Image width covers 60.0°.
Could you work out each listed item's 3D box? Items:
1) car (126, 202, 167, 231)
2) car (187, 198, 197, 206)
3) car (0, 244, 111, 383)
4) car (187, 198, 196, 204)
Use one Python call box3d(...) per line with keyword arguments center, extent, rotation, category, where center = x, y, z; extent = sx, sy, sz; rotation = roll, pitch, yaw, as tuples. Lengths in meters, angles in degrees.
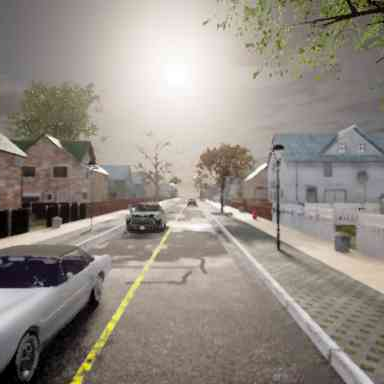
box3d(center=(-2.803, 1.460, 21.126), extent=(2.097, 1.767, 4.553), rotation=(0, 0, 0), category="car")
box3d(center=(-0.022, 1.906, 61.397), extent=(2.033, 1.411, 5.357), rotation=(0, 0, 0), category="car")
box3d(center=(-2.812, 1.627, 5.454), extent=(1.895, 1.301, 4.718), rotation=(0, 0, 0), category="car")
box3d(center=(-0.025, 1.944, 71.851), extent=(1.895, 1.301, 4.718), rotation=(0, 0, 0), category="car")
